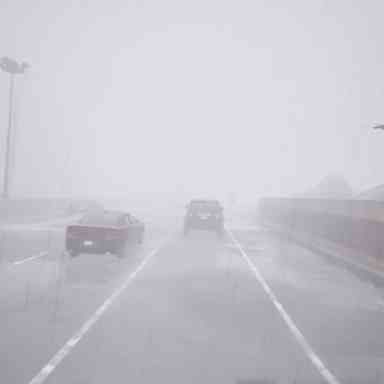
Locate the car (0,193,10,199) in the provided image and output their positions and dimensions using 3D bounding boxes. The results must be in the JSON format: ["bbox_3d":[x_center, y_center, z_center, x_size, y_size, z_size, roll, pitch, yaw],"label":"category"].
[{"bbox_3d":[-19.768,0.787,32.540,1.812,1.442,4.674,3,-1,5],"label":"car"}]

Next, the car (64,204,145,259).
[{"bbox_3d":[-3.057,1.429,12.635,1.882,1.535,5.008,3,0,2],"label":"car"}]

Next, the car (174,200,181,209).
[{"bbox_3d":[-1.038,1.904,49.614,1.812,1.442,4.674,2,-1,26],"label":"car"}]

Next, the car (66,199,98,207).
[{"bbox_3d":[-9.376,1.319,29.402,2.033,1.411,5.357,3,-1,3],"label":"car"}]

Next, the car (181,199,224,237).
[{"bbox_3d":[0.726,1.433,19.843,2.150,2.045,5.566,3,0,2],"label":"car"}]

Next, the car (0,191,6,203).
[{"bbox_3d":[-25.837,0.531,41.464,1.837,1.490,4.892,3,-1,12],"label":"car"}]
